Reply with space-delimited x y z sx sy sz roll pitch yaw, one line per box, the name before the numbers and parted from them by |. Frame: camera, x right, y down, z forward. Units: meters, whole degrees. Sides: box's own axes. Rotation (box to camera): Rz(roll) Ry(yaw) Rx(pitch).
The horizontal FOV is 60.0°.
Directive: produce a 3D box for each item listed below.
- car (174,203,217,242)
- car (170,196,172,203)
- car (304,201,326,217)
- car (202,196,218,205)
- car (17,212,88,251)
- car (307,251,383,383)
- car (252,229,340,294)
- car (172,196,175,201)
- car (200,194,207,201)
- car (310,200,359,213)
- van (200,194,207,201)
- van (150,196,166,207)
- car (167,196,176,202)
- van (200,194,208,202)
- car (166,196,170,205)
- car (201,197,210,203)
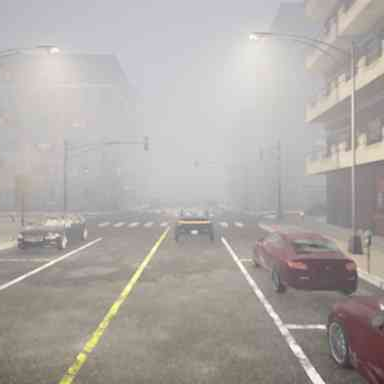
car | 0.106 1.532 16.783 2.128 1.511 4.902 0 0 0
car | -5.442 1.589 63.664 1.967 1.590 4.097 1 0 0
car | 12.583 1.528 30.631 4.181 1.385 1.994 0 -1 0
car | 2.961 1.670 50.670 2.008 1.369 4.403 1 0 0
car | -5.770 1.586 14.286 2.008 1.369 4.403 1 0 0
car | 2.668 1.590 2.877 1.802 1.307 4.206 1 0 0
car | 2.667 1.604 8.548 1.802 1.307 4.206 1 0 0
car | -5.373 1.741 75.006 1.947 1.339 4.313 1 0 0
car | 2.971 1.712 69.258 2.008 1.369 4.403 1 0 0
car | 15.546 1.599 36.444 4.507 1.381 1.887 0 -1 1
van | 3.118 1.553 91.939 1.690 1.788 3.998 1 0 0
van | -5.588 1.465 52.332 1.690 1.788 3.998 1 0 0
car | -5.301 1.745 86.347 1.887 1.381 4.507 1 0 0
van | 3.082 1.541 86.269 1.690 1.788 3.998 1 0 0
car | -5.480 1.702 57.994 1.947 1.339 4.313 1 0 0
car | 3.007 1.756 74.928 1.802 1.307 4.206 1 0 0
